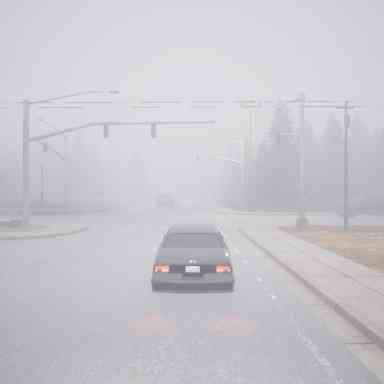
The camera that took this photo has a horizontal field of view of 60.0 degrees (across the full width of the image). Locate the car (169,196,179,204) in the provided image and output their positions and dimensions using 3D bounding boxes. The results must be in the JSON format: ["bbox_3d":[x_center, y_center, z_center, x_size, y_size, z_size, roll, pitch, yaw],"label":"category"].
[{"bbox_3d":[-3.535,1.545,65.932,1.812,1.442,4.674,0,0,1],"label":"car"}]

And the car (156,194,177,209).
[{"bbox_3d":[-3.673,1.235,45.649,2.150,2.045,5.566,0,0,0],"label":"car"}]

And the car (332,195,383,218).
[{"bbox_3d":[15.550,1.257,29.639,5.566,2.045,2.150,0,0,1],"label":"car"}]

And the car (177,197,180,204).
[{"bbox_3d":[-3.660,1.369,55.659,2.097,1.767,4.553,0,0,0],"label":"car"}]

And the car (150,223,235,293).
[{"bbox_3d":[0.035,1.547,8.995,2.033,1.411,5.357,0,0,1],"label":"car"}]
